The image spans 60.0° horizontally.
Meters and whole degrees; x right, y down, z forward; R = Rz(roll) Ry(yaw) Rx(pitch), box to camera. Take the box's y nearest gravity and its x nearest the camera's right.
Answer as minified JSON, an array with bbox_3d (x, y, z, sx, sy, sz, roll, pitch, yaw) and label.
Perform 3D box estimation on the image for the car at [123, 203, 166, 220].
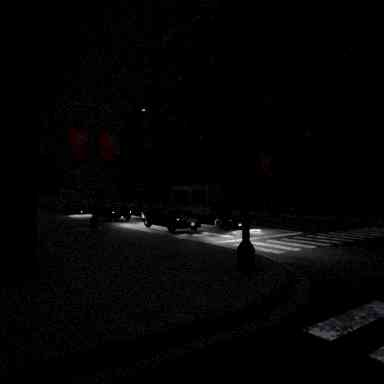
[{"bbox_3d":[-4.440,1.701,30.470,1.895,1.301,4.718,0,0,-36],"label":"car"}]

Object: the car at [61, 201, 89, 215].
[{"bbox_3d":[-13.012,1.680,36.848,2.033,1.411,5.357,0,0,-35],"label":"car"}]

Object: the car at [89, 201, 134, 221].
[{"bbox_3d":[-6.833,1.693,28.236,1.895,1.301,4.718,0,0,-36],"label":"car"}]

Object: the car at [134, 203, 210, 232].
[{"bbox_3d":[-1.387,1.548,20.661,2.128,1.511,4.902,0,0,-36],"label":"car"}]

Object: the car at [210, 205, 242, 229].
[{"bbox_3d":[1.454,1.609,22.338,2.033,1.411,5.357,0,0,-33],"label":"car"}]

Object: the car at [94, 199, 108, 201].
[{"bbox_3d":[-10.511,1.632,38.937,2.128,1.511,4.902,0,0,-36],"label":"car"}]
